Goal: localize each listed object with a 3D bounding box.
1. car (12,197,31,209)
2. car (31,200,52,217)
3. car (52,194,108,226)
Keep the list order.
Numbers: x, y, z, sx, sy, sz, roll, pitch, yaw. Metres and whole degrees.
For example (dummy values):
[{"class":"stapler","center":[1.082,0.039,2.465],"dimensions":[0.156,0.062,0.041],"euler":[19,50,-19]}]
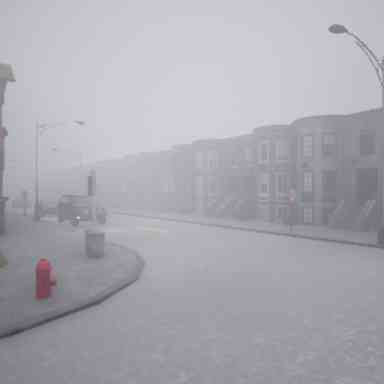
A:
[{"class":"car","center":[-22.988,1.476,44.893],"dimensions":[1.837,1.490,4.892],"euler":[0,0,-35]},{"class":"car","center":[-13.694,1.496,31.710],"dimensions":[1.812,1.442,4.674],"euler":[0,0,-35]},{"class":"car","center":[-7.872,1.191,23.517],"dimensions":[2.150,2.045,5.566],"euler":[0,0,-35]}]
